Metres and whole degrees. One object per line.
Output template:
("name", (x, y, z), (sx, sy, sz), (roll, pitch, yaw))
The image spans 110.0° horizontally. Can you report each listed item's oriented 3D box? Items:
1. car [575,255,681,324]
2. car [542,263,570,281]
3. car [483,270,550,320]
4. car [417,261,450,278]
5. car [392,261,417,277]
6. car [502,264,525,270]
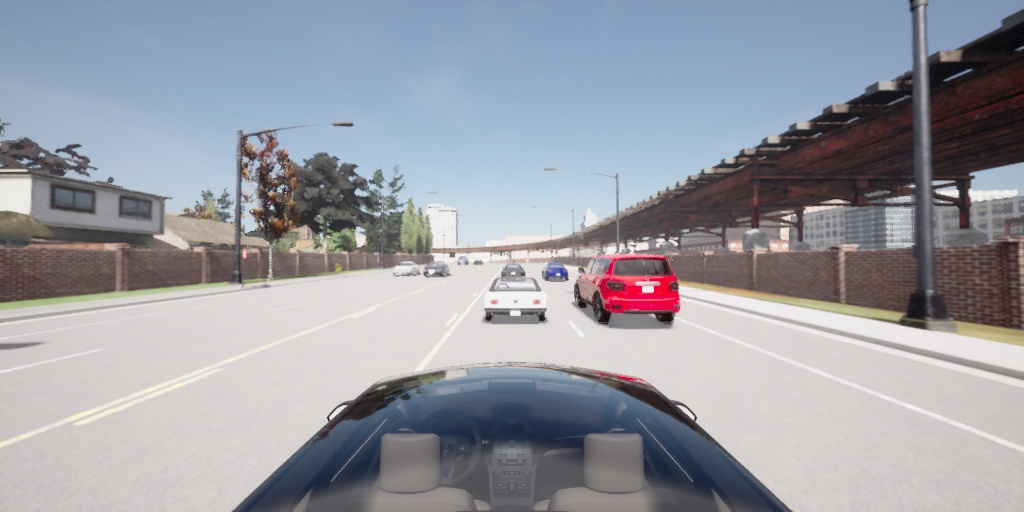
("car", (3.601, 0.974, 12.173), (2.150, 2.045, 5.566), (0, 0, 0))
("car", (3.603, 1.281, 30.267), (1.812, 1.442, 4.674), (0, 0, 0))
("car", (0.103, 1.353, 12.529), (1.895, 1.301, 4.718), (0, 0, 0))
("car", (-7.091, 1.247, 34.053), (2.128, 1.511, 4.902), (0, 0, 0))
("car", (-10.590, 1.282, 36.252), (1.812, 1.442, 4.674), (0, 0, 0))
("car", (0.103, 1.319, 29.755), (1.994, 1.385, 4.181), (0, 0, 0))
